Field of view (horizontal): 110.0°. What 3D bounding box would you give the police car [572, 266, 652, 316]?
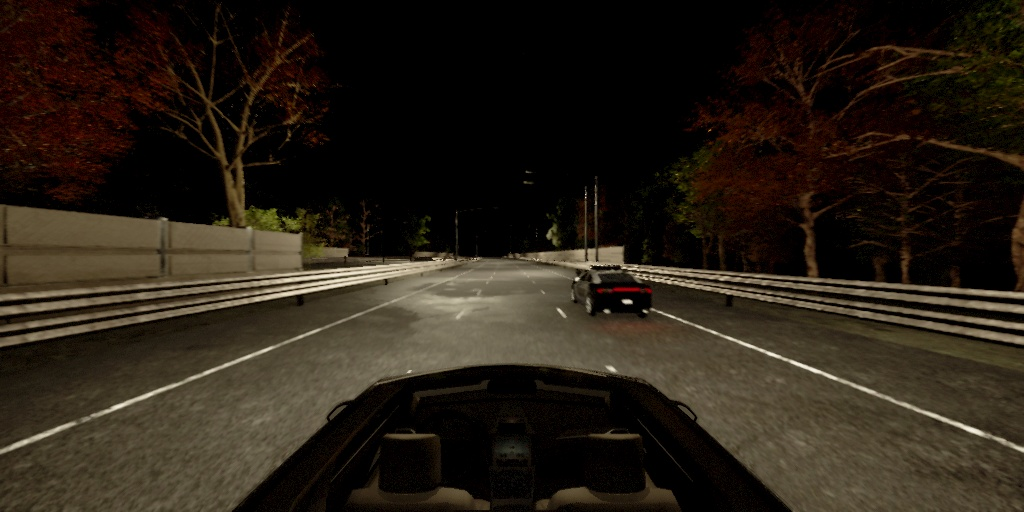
[{"bbox_3d":[3.476,1.180,13.405,1.930,1.638,5.238,0,0,0],"label":"police car"}]
